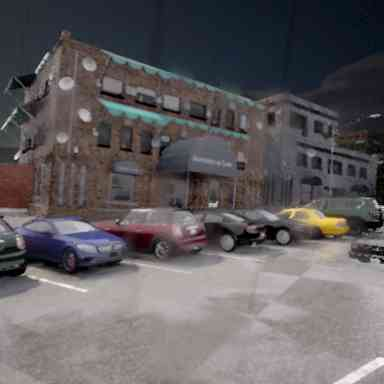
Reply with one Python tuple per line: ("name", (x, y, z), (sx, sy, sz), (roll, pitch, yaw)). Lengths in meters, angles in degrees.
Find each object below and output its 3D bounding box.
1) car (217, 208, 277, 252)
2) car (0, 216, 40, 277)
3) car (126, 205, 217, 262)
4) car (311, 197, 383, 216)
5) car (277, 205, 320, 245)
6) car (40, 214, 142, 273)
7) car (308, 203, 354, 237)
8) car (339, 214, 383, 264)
("car", (0.677, 1.500, 14.054), (5.008, 1.535, 2.097), (-1, -1, 35))
("car", (-6.479, 1.346, 8.937), (4.553, 1.767, 2.185), (-1, -1, 35))
("car", (-1.700, 1.359, 12.339), (4.553, 1.767, 2.185), (-1, -1, 35))
("car", (7.829, 1.333, 19.160), (5.566, 2.045, 2.435), (-1, -1, 35))
("car", (3.061, 1.523, 15.760), (5.008, 1.535, 2.097), (-1, -1, 35))
("car", (-4.109, 1.515, 10.666), (4.674, 1.452, 2.002), (-1, -1, 35))
("car", (5.309, 1.547, 17.557), (5.366, 1.575, 1.946), (-1, -1, 35))
("car", (7.443, 1.602, 11.113), (5.357, 1.411, 2.033), (1, 0, -35))
